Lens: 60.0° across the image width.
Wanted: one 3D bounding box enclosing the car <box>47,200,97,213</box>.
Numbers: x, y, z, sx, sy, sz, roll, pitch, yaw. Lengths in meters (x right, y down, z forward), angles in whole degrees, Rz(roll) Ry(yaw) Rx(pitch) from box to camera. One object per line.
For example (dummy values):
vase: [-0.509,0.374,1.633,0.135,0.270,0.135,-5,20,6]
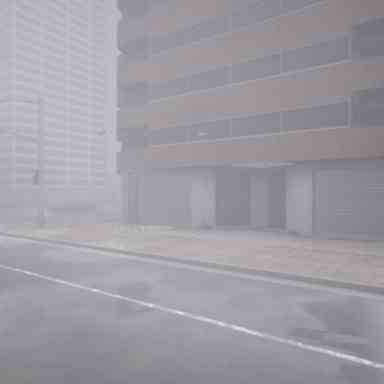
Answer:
car: [-13.035,1.535,36.555,2.033,1.411,5.357,0,0,35]
